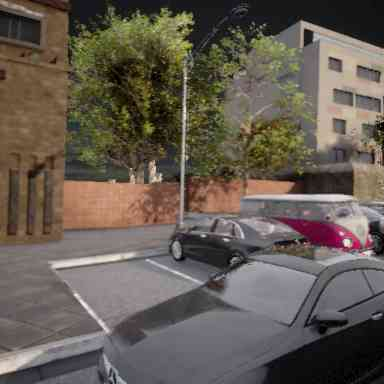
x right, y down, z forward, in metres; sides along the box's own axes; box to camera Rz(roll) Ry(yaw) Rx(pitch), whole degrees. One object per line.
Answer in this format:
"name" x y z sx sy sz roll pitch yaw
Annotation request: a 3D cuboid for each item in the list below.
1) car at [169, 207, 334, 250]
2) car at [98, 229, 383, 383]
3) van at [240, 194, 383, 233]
"car" 1.081 1.361 9.389 2.231 1.521 4.892 -1 1 -32
"car" 1.255 1.477 4.089 4.674 1.442 1.812 -1 1 -33
"van" 3.513 1.068 10.784 1.878 1.987 4.442 -2 1 -32
